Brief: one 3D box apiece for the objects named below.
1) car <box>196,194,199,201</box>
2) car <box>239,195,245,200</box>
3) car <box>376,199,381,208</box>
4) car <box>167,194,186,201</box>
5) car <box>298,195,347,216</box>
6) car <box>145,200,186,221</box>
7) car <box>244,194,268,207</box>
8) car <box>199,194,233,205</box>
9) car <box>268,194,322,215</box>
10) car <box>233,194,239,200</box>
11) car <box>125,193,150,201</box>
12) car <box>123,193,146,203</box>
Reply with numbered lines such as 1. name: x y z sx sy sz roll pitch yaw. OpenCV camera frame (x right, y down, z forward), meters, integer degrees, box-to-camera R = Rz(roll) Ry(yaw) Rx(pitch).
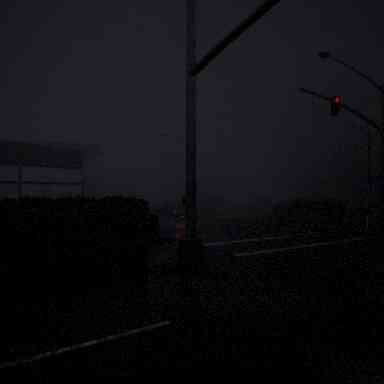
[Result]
1. car: 1.581 1.298 76.875 4.514 1.523 2.007 0 0 -35
2. car: 13.408 1.154 72.866 5.027 1.636 2.152 0 0 -35
3. car: 25.558 1.384 43.145 3.806 1.475 1.970 0 0 -35
4. car: -2.620 1.097 65.441 4.605 1.855 1.932 0 0 -35
5. car: 12.047 1.340 29.998 4.514 1.523 2.007 0 0 -35
6. car: -1.998 1.601 27.502 1.895 1.301 4.718 0 0 -34
7. car: 9.669 1.320 46.639 3.633 1.501 1.845 0 0 -35
8. car: 3.959 1.298 54.839 4.514 1.523 2.007 0 0 -35
9. car: 10.200 1.330 32.534 5.027 1.636 2.152 0 0 -35
10. car: 9.454 1.232 77.931 3.806 1.475 1.970 0 0 -35
11. car: -9.536 1.361 60.535 3.806 1.475 1.970 0 0 -35
12. car: -10.947 1.077 63.607 3.866 1.878 1.905 0 0 -35
